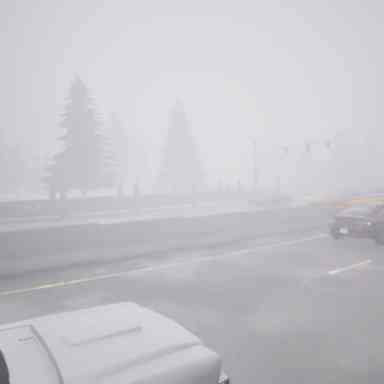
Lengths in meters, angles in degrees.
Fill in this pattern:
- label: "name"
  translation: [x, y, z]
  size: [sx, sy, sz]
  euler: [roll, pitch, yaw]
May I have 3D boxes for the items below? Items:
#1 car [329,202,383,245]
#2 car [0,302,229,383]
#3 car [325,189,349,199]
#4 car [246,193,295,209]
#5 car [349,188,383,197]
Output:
- label: "car"
  translation: [7.314, 1.123, 13.250]
  size: [4.674, 1.442, 1.812]
  euler: [-3, 2, -35]
- label: "car"
  translation: [-1.997, 1.601, 2.321]
  size: [4.718, 1.301, 1.895]
  euler: [0, 0, -36]
- label: "car"
  translation: [14.867, 0.392, 31.560]
  size: [5.357, 1.411, 2.033]
  euler: [-3, 2, -35]
- label: "car"
  translation: [7.202, 0.752, 30.513]
  size: [4.718, 1.301, 1.895]
  euler: [-3, 2, -35]
- label: "car"
  translation: [15.759, 0.399, 27.922]
  size: [4.902, 1.511, 2.128]
  euler: [-3, 2, -35]
